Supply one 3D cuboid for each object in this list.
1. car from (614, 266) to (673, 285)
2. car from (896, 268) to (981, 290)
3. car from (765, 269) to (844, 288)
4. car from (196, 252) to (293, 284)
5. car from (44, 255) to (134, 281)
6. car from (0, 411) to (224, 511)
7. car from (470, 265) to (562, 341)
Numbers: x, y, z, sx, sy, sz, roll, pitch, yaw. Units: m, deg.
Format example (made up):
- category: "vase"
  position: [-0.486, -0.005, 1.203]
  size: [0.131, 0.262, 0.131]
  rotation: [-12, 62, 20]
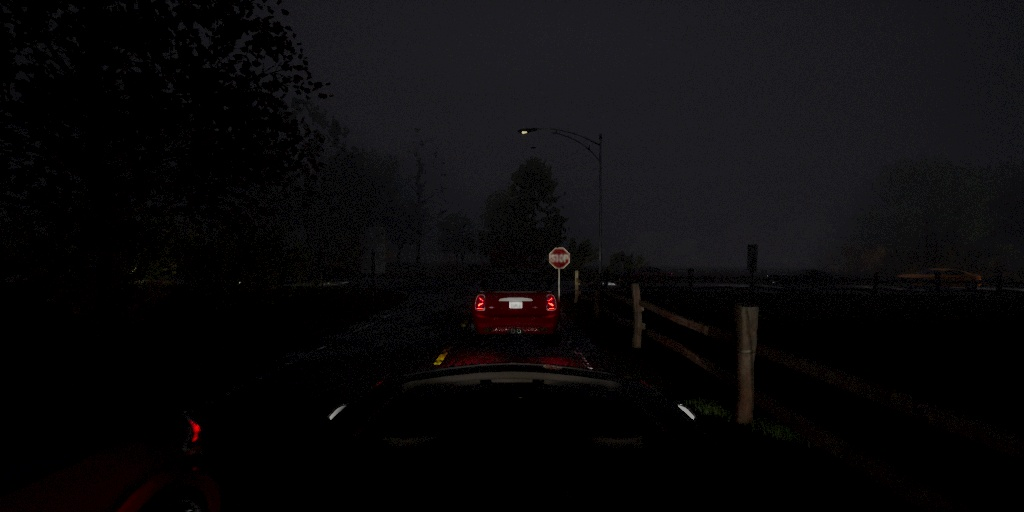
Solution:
- category: "car"
  position: [9.899, 1.441, 27.104]
  size: [4.181, 1.385, 1.994]
  rotation: [1, 1, 0]
- category: "car"
  position: [32.165, 1.675, 27.119]
  size: [5.008, 1.535, 1.882]
  rotation: [1, 1, 0]
- category: "car"
  position: [21.969, 1.652, 27.116]
  size: [4.718, 1.301, 1.895]
  rotation: [1, 1, 0]
- category: "car"
  position: [-17.884, 0.756, 24.023]
  size: [5.566, 2.045, 2.150]
  rotation: [1, 1, 0]
- category: "car"
  position: [-27.968, 0.749, 23.967]
  size: [4.553, 1.767, 2.097]
  rotation: [1, 1, 0]
- category: "car"
  position: [-2.862, 1.314, 0.577]
  size: [1.994, 1.385, 4.181]
  rotation: [0, 0, 0]
- category: "car"
  position: [0.081, 1.100, 10.015]
  size: [2.097, 1.767, 4.553]
  rotation: [0, 0, 0]
